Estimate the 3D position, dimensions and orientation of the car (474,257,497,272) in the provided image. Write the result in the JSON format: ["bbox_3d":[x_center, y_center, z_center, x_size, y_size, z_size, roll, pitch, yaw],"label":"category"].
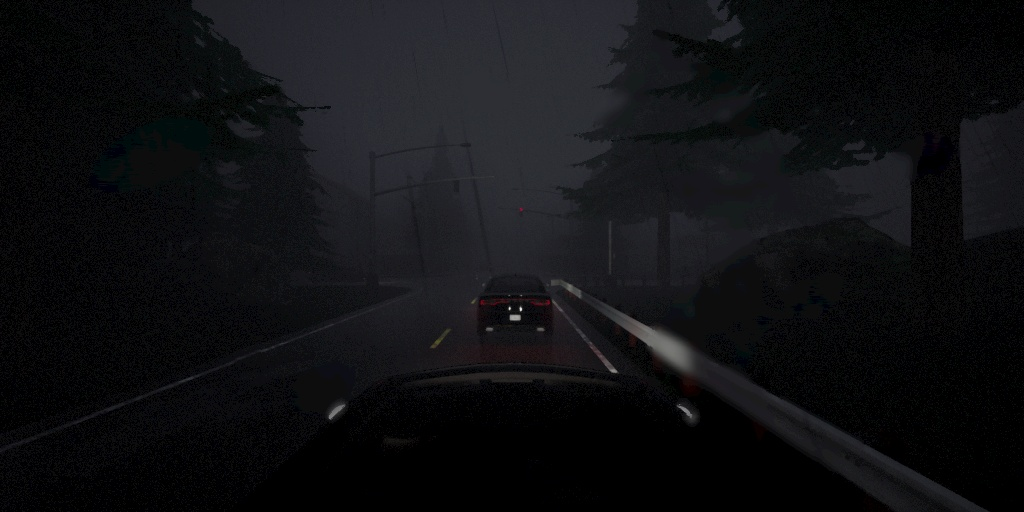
[{"bbox_3d":[-3.352,1.227,45.124,1.882,1.535,5.008,0,0,0],"label":"car"}]

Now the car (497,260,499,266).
[{"bbox_3d":[-3.245,1.227,61.032,1.882,1.535,5.008,0,0,1],"label":"car"}]

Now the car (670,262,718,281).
[{"bbox_3d":[15.497,1.225,29.608,4.902,1.511,2.128,0,0,0],"label":"car"}]

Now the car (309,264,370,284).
[{"bbox_3d":[-12.468,1.298,26.251,4.181,1.385,1.994,0,0,1],"label":"car"}]

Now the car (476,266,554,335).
[{"bbox_3d":[0.103,1.228,10.494,1.882,1.535,5.008,0,0,1],"label":"car"}]
